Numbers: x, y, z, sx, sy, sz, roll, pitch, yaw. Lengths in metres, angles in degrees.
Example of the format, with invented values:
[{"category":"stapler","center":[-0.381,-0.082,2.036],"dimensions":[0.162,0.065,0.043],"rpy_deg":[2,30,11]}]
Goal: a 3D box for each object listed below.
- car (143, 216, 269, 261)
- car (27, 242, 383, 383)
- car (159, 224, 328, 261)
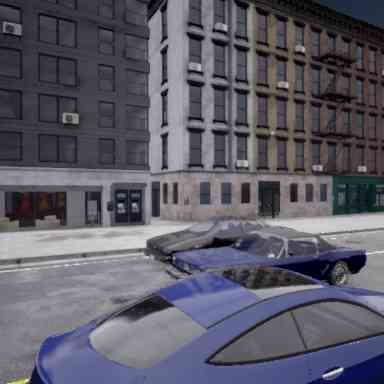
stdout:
[{"category":"car","center":[1.157,1.544,11.161],"dimensions":[5.357,1.411,2.033],"rpy_deg":[0,0,-29]},{"category":"car","center":[0.873,1.525,3.369],"dimensions":[4.674,1.442,1.812],"rpy_deg":[0,0,-29]},{"category":"car","center":[1.824,1.598,7.822],"dimensions":[4.718,1.301,1.895],"rpy_deg":[0,0,-29]}]
